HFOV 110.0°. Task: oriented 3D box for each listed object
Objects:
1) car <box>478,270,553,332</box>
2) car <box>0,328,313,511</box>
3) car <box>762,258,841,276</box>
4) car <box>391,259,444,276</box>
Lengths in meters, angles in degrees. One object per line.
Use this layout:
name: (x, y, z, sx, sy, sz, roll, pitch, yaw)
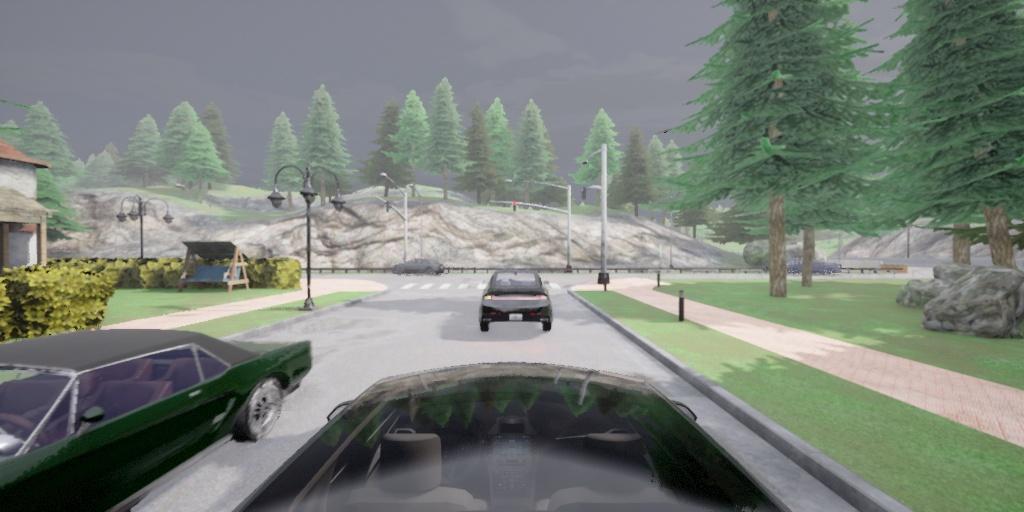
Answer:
car: (0.110, 1.158, 10.580, 2.128, 1.511, 4.902, 0, 1, 1)
car: (-3.592, 1.344, 2.538, 1.895, 1.301, 4.718, 0, 1, 1)
car: (23.855, 0.869, 29.625, 5.357, 1.411, 2.033, 0, 1, 1)
car: (-7.800, 0.895, 29.686, 4.181, 1.385, 1.994, 0, 0, 8)
